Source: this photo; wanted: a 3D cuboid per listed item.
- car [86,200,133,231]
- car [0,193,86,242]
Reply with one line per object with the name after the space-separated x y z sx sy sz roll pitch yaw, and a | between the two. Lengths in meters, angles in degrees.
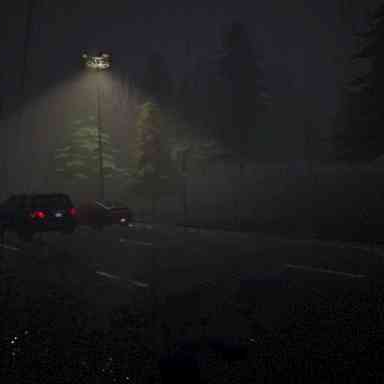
-5.310 1.224 18.491 4.902 1.511 2.128 0 2 42 | car
-7.638 1.079 15.867 5.566 2.045 2.150 -1 2 42 | car
